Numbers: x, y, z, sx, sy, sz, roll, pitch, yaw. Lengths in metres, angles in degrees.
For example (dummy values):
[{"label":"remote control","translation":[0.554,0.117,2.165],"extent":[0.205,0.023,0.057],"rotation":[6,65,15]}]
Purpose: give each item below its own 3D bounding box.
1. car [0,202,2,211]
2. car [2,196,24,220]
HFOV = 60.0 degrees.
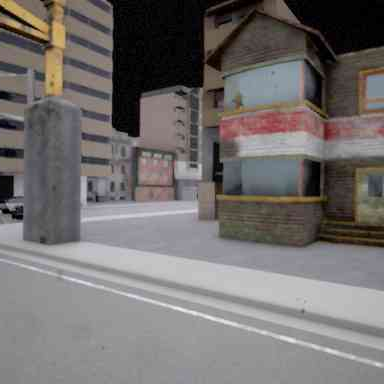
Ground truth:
[{"label":"car","translation":[-13.311,0.862,25.737],"extent":[4.536,1.218,1.853],"rotation":[0,1,-30]},{"label":"car","translation":[-10.156,1.089,23.040],"extent":[2.038,1.542,4.974],"rotation":[1,1,15]}]
